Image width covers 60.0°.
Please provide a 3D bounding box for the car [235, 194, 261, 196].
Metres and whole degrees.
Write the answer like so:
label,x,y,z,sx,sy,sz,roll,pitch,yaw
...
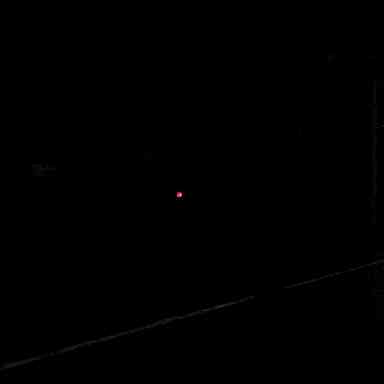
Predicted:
label,x,y,z,sx,sy,sz,roll,pitch,yaw
car,5.713,1.210,30.112,2.150,2.045,5.566,0,0,-38
